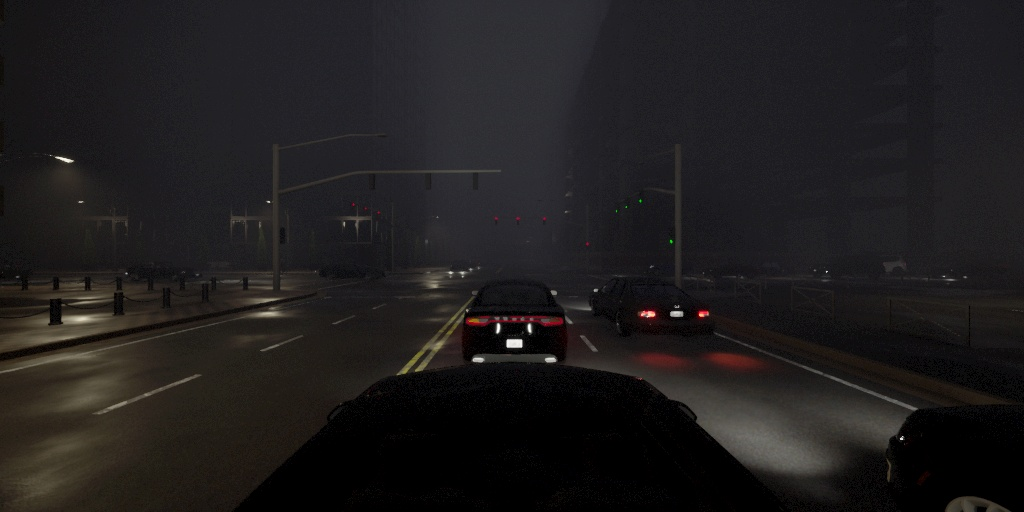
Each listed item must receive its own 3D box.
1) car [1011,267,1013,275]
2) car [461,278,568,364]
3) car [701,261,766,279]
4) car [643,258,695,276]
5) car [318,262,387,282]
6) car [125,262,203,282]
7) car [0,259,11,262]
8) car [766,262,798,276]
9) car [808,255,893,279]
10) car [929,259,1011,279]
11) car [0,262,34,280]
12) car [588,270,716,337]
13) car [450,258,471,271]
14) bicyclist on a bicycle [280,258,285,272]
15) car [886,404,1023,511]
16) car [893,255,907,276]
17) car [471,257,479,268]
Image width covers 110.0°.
[{"bbox_3d":[45.515,1.046,35.067,4.553,1.767,2.097,0,0,2],"label":"car"},{"bbox_3d":[0.055,1.228,8.124,1.882,1.535,5.008,0,0,0],"label":"car"},{"bbox_3d":[19.154,1.220,31.503,4.674,1.442,1.812,0,0,0],"label":"car"},{"bbox_3d":[15.230,1.046,35.031,4.553,1.767,2.097,0,0,0],"label":"car"},{"bbox_3d":[-12.320,1.198,27.820,4.902,1.511,2.128,0,0,-6],"label":"car"},{"bbox_3d":[-26.465,1.186,27.377,4.902,1.511,2.128,0,0,0],"label":"car"},{"bbox_3d":[-51.177,1.046,34.783,4.553,1.767,2.097,0,0,1],"label":"car"},{"bbox_3d":[24.698,1.242,35.044,5.357,1.411,2.033,0,0,0],"label":"car"},{"bbox_3d":[29.420,0.916,31.558,5.566,2.045,2.150,0,0,0],"label":"car"},{"bbox_3d":[39.912,1.172,31.575,5.008,1.535,1.882,0,0,0],"label":"car"},{"bbox_3d":[-40.050,1.295,27.491,4.718,1.301,1.895,0,0,1],"label":"car"},{"bbox_3d":[3.571,1.297,10.248,2.033,1.411,5.357,0,0,0],"label":"car"},{"bbox_3d":[-7.093,1.227,48.512,1.882,1.535,5.008,0,0,0],"label":"car"},{"bbox_3d":[-25.408,0.995,39.334,0.582,1.620,1.656,0,0,0],"label":"bicyclist on a bicycle"},{"bbox_3d":[3.600,1.255,0.511,1.837,1.490,4.892,0,0,0],"label":"car"},{"bbox_3d":[35.056,0.916,35.074,5.566,2.045,2.150,0,0,0],"label":"car"},{"bbox_3d":[-7.081,1.297,59.025,2.033,1.411,5.357,0,0,0],"label":"car"}]
